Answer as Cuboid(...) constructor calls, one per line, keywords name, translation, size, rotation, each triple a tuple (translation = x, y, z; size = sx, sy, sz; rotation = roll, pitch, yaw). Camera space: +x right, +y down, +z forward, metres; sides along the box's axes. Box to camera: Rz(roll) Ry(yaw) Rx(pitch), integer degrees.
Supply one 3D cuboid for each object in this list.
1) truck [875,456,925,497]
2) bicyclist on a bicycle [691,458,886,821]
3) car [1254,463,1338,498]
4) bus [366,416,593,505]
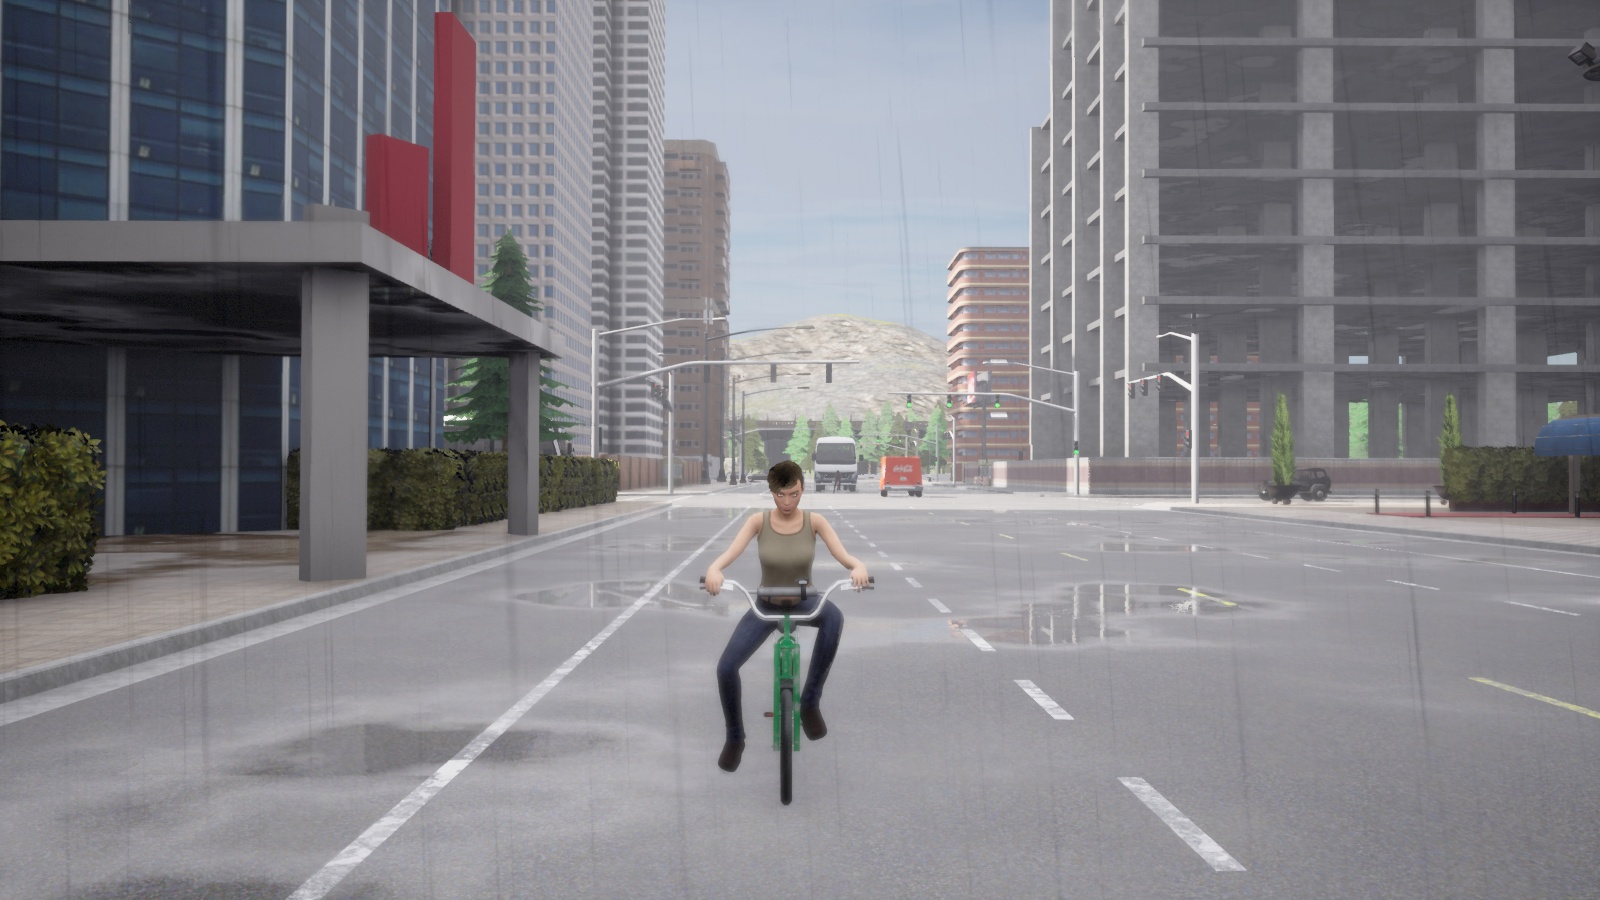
Cuboid(name="truck", translation=(6.202, 1.616, 78.392), size=(2.627, 2.467, 5.204), rotation=(0, -1, -1))
Cuboid(name="bicyclist on a bicycle", translation=(-0.061, 0.858, 6.372), size=(0.866, 1.612, 1.509), rotation=(0, -1, -1))
Cuboid(name="car", translation=(27.429, 1.666, 69.556), size=(3.866, 1.878, 1.905), rotation=(0, -1, 0))
Cuboid(name="bus", translation=(-15.772, 0.549, 62.540), size=(10.273, 4.253, 3.944), rotation=(0, -1, 0))
